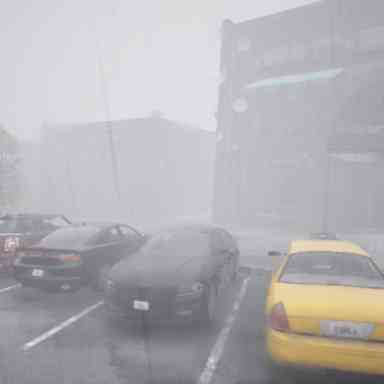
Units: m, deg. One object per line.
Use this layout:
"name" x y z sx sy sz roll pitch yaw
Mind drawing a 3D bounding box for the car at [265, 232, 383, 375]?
"car" 2.324 1.485 6.008 1.946 1.575 5.366 -1 -1 16

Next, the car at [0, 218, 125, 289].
"car" -2.509 1.555 9.229 2.097 1.535 5.008 -1 -1 15

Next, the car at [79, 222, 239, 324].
"car" -0.113 1.519 7.540 2.097 1.535 5.008 0 -1 16

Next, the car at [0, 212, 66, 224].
"car" -4.912 1.474 10.910 2.185 1.767 4.553 -1 -1 15
